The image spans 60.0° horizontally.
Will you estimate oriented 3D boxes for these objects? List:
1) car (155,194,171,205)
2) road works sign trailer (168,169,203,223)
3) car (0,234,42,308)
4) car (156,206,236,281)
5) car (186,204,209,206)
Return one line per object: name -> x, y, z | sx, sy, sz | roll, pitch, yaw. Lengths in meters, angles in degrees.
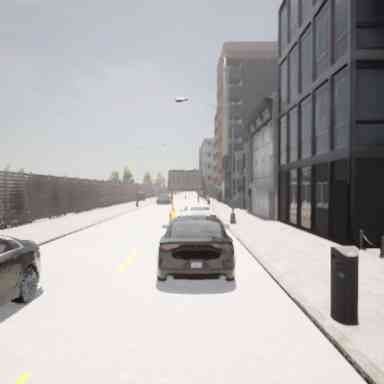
car -> -4.089, 1.100, 47.708 | 1.837, 1.490, 4.892 | 0, 1, 0
road works sign trailer -> -0.476, 0.273, 22.449 | 2.380, 3.560, 2.880 | 0, 0, -15
car -> -4.098, 1.447, 5.145 | 2.128, 1.511, 4.902 | 0, 0, 0
car -> 0.101, 1.395, 9.599 | 1.882, 1.535, 5.008 | 0, 0, 0
car -> 0.298, 1.381, 18.932 | 1.812, 1.442, 4.674 | -1, -1, -6
